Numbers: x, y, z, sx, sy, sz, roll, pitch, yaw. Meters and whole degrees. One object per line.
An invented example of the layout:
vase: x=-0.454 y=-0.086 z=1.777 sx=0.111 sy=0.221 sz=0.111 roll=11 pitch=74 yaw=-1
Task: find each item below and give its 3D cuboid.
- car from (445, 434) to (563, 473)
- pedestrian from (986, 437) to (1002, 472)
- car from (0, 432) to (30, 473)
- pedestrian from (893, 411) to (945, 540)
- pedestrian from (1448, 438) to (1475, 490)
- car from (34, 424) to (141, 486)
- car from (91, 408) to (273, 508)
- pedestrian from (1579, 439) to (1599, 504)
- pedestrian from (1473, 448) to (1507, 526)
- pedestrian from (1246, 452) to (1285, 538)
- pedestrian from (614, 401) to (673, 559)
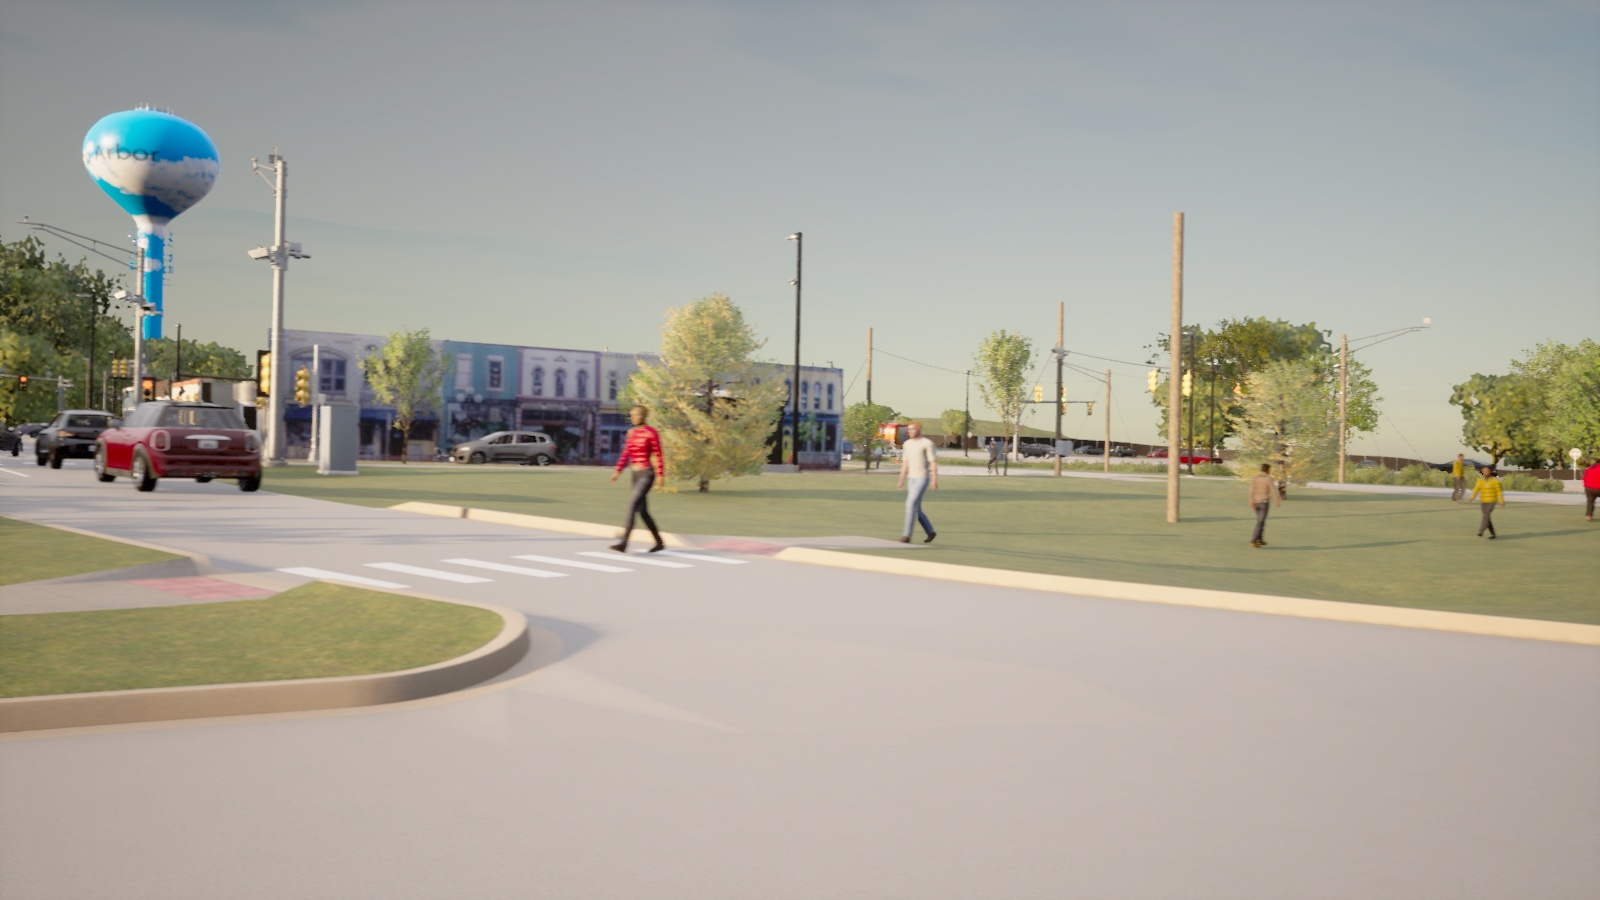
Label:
car: x=-13.136 y=0.173 z=55.809 sx=4.611 sy=1.667 sz=2.242 roll=1 pitch=-1 yaw=-33
pedestrian: x=10.828 y=0.232 z=70.136 sx=0.423 sy=1.949 sz=0.788 roll=0 pitch=-1 yaw=-32
car: x=-32.983 y=0.107 z=50.907 sx=1.851 sy=1.617 sz=3.988 roll=0 pitch=0 yaw=-13
pedestrian: x=1.733 y=0.368 z=18.262 sx=0.706 sy=1.836 sz=0.354 roll=0 pitch=-1 yaw=-40
pedestrian: x=23.461 y=0.491 z=44.522 sx=0.431 sy=1.840 sz=0.709 roll=0 pitch=-1 yaw=-30
car: x=-18.254 y=0.118 z=32.074 sx=1.816 sy=1.474 sz=4.193 roll=0 pitch=0 yaw=-37
car: x=-12.196 y=0.101 z=24.622 sx=2.097 sy=1.767 sz=4.553 roll=0 pitch=1 yaw=-41
pedestrian: x=22.717 y=0.608 z=35.654 sx=0.899 sy=1.844 sz=0.634 roll=0 pitch=-1 yaw=-25
pedestrian: x=16.629 y=0.884 z=30.274 sx=0.709 sy=1.840 sz=0.431 roll=0 pitch=-1 yaw=-35
pedestrian: x=9.908 y=0.945 z=26.736 sx=0.869 sy=1.805 sz=0.328 roll=0 pitch=-1 yaw=-34
pedestrian: x=-1.872 y=0.355 z=15.006 sx=0.331 sy=1.846 sz=0.636 roll=-1 pitch=-1 yaw=43
